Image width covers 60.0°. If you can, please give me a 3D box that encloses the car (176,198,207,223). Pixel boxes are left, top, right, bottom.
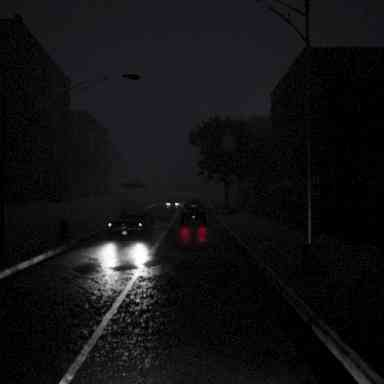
[{"bbox_3d":[0.106,1.490,25.153,2.128,1.511,4.902,0,0,0],"label":"car"}]

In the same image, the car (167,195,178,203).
[{"bbox_3d":[-3.344,1.220,58.668,1.812,1.442,4.674,0,1,0],"label":"car"}]

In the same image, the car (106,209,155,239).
[{"bbox_3d":[-3.132,1.606,17.678,1.895,1.301,4.718,0,0,0],"label":"car"}]
